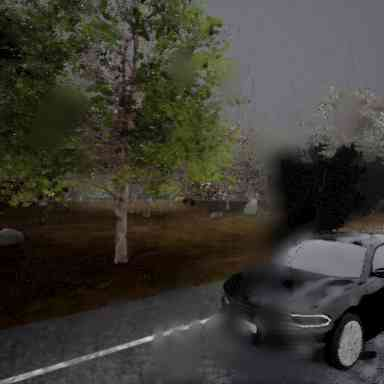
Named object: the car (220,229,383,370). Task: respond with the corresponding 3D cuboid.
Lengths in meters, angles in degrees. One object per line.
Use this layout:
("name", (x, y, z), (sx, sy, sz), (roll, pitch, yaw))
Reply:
("car", (2.681, 1.489, 5.944), (5.008, 1.535, 1.882), (0, 0, -39))
